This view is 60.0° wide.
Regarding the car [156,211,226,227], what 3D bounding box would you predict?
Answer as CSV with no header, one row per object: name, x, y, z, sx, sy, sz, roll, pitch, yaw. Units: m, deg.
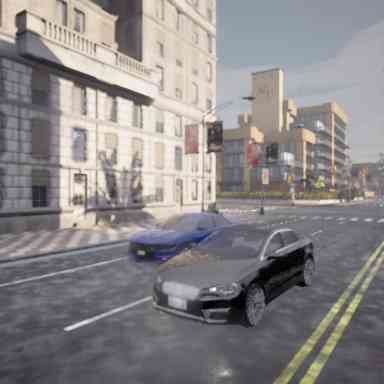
car,-0.016,1.472,11.519,1.882,1.535,5.008,0,0,35

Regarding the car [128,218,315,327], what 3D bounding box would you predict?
car,1.211,1.491,7.246,2.128,1.511,4.902,0,0,36
